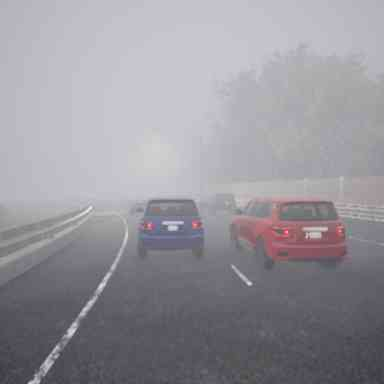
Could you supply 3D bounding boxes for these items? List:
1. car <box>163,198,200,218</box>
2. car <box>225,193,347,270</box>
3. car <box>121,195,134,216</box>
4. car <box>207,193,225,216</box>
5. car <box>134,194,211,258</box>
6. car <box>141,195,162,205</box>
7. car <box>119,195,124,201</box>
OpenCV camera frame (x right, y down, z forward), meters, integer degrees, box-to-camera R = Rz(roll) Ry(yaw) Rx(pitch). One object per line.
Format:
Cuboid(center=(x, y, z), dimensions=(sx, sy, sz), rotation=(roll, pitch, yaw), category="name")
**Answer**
Cuboid(center=(-1.038, 1.358, 29.892), dimensions=(2.128, 1.511, 4.902), rotation=(0, 0, -16), category="car")
Cuboid(center=(2.816, 1.163, 10.998), dimensions=(2.150, 2.045, 5.566), rotation=(0, 0, -6), category="car")
Cuboid(center=(-4.993, 1.364, 30.874), dimensions=(2.128, 1.511, 4.902), rotation=(0, 0, -17), category="car")
Cuboid(center=(2.233, 1.074, 31.053), dimensions=(2.150, 2.045, 5.566), rotation=(0, 0, -17), category="car")
Cuboid(center=(-0.913, 1.166, 12.682), dimensions=(2.150, 2.045, 5.566), rotation=(0, 0, -7), category="car")
Cuboid(center=(-6.574, 1.254, 52.998), dimensions=(1.882, 1.535, 5.008), rotation=(0, 0, -25), category="car")
Cuboid(center=(-13.966, 1.247, 69.195), dimensions=(1.812, 1.442, 4.674), rotation=(0, 0, -20), category="car")
